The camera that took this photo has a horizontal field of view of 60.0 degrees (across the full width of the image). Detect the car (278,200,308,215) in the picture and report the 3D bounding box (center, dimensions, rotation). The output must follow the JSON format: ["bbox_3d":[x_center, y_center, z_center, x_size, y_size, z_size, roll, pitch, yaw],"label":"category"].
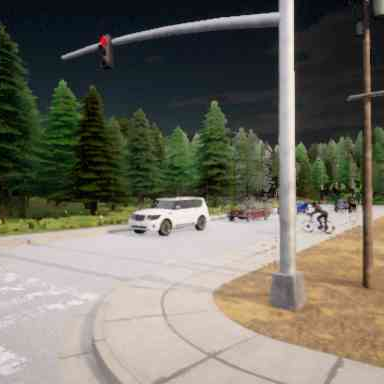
[{"bbox_3d":[10.907,1.581,35.808,1.882,1.535,5.008,0,0,37],"label":"car"}]

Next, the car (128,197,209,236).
[{"bbox_3d":[-1.170,1.326,19.537,2.150,2.045,5.566,0,0,37],"label":"car"}]

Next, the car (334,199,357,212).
[{"bbox_3d":[18.454,1.571,39.892,2.128,1.511,4.902,0,0,37],"label":"car"}]

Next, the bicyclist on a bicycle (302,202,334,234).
[{"bbox_3d":[6.551,1.358,17.386,1.656,1.620,0.582,-1,0,37],"label":"bicyclist on a bicycle"}]

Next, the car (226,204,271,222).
[{"bbox_3d":[4.730,1.704,27.493,1.895,1.301,4.718,0,0,37],"label":"car"}]
